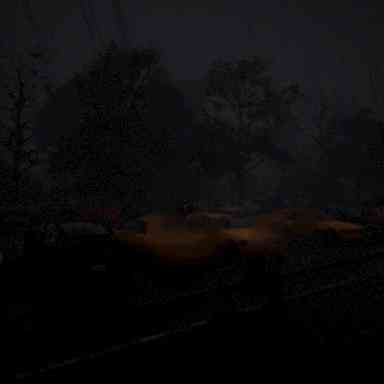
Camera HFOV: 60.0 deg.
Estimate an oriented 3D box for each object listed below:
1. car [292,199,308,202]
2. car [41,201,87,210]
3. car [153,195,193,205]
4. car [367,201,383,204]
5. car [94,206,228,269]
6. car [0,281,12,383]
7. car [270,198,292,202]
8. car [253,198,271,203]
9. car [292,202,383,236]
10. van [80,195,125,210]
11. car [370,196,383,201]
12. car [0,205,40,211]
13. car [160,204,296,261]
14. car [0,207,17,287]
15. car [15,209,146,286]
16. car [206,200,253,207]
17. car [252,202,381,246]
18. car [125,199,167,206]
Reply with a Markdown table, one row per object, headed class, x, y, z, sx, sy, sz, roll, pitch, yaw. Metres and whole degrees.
| class | x | y | z | sx | sy | sz | roll | pitch | yaw |
| --- | --- | --- | --- | --- | --- | --- | --- | --- | --- |
| car | 9.179 | 1.413 | 34.646 | 2.185 | 1.767 | 4.553 | 0 | 0 | -35 |
| car | -8.909 | 1.496 | 21.844 | 2.163 | 1.488 | 4.792 | 0 | 0 | -35 |
| car | -2.023 | 1.237 | 26.716 | 2.435 | 2.045 | 5.566 | 0 | 0 | -35 |
| car | 9.947 | 1.510 | 19.355 | 1.946 | 1.575 | 5.366 | 0 | 0 | -35 |
| car | -1.381 | 1.467 | 11.339 | 1.946 | 1.575 | 5.366 | 0 | 0 | -35 |
| car | -3.338 | 1.607 | 1.305 | 4.718 | 1.301 | 1.895 | 0 | 0 | -36 |
| car | 7.054 | 1.558 | 33.068 | 2.163 | 1.488 | 4.792 | 0 | 0 | -35 |
| car | 4.778 | 1.559 | 31.489 | 2.002 | 1.452 | 4.674 | 0 | 0 | -35 |
| car | 7.784 | 1.504 | 17.605 | 2.231 | 1.521 | 4.892 | 0 | 0 | -35 |
| van | -6.697 | 1.244 | 23.516 | 1.878 | 1.987 | 4.442 | 0 | 0 | -35 |
| car | 12.305 | 1.271 | 20.831 | 2.435 | 2.045 | 5.566 | 0 | 0 | -35 |
| car | -11.064 | 1.497 | 20.319 | 2.163 | 1.488 | 4.792 | 0 | 0 | -35 |
| car | 0.998 | 1.471 | 12.568 | 1.946 | 1.575 | 5.366 | 0 | 0 | -35 |
| car | -5.821 | 1.354 | 8.009 | 2.185 | 1.767 | 4.553 | 0 | 0 | -35 |
| car | -3.530 | 1.473 | 9.584 | 2.231 | 1.521 | 4.892 | 0 | 0 | -35 |
| car | 2.622 | 1.506 | 29.740 | 1.946 | 1.575 | 5.366 | 0 | 0 | -35 |
| car | 5.629 | 1.489 | 15.845 | 1.946 | 1.575 | 5.366 | 0 | 0 | -35 |
| car | -4.252 | 1.508 | 25.069 | 2.163 | 1.488 | 4.792 | 0 | 0 | -35 |
